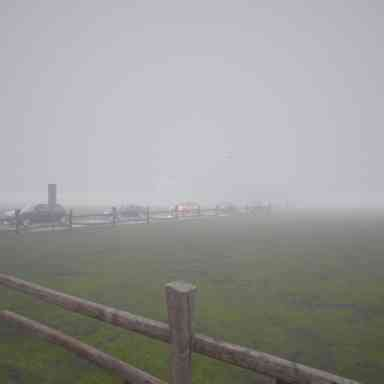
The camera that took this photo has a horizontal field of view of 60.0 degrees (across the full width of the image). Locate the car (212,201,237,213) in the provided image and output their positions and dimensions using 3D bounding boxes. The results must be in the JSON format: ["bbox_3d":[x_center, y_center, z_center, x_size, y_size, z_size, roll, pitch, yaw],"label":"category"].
[{"bbox_3d":[4.914,2.174,49.437,2.097,1.767,4.553,-1,-1,36],"label":"car"}]

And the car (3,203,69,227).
[{"bbox_3d":[-11.952,1.650,25.633,2.097,1.767,4.553,-1,-1,35],"label":"car"}]

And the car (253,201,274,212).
[{"bbox_3d":[11.526,2.281,53.763,2.097,1.767,4.553,-1,-1,35],"label":"car"}]

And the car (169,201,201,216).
[{"bbox_3d":[-0.879,1.994,41.295,2.097,1.767,4.553,-1,-1,35],"label":"car"}]

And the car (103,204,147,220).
[{"bbox_3d":[-6.631,1.955,33.161,2.128,1.511,4.902,-1,-1,35],"label":"car"}]
